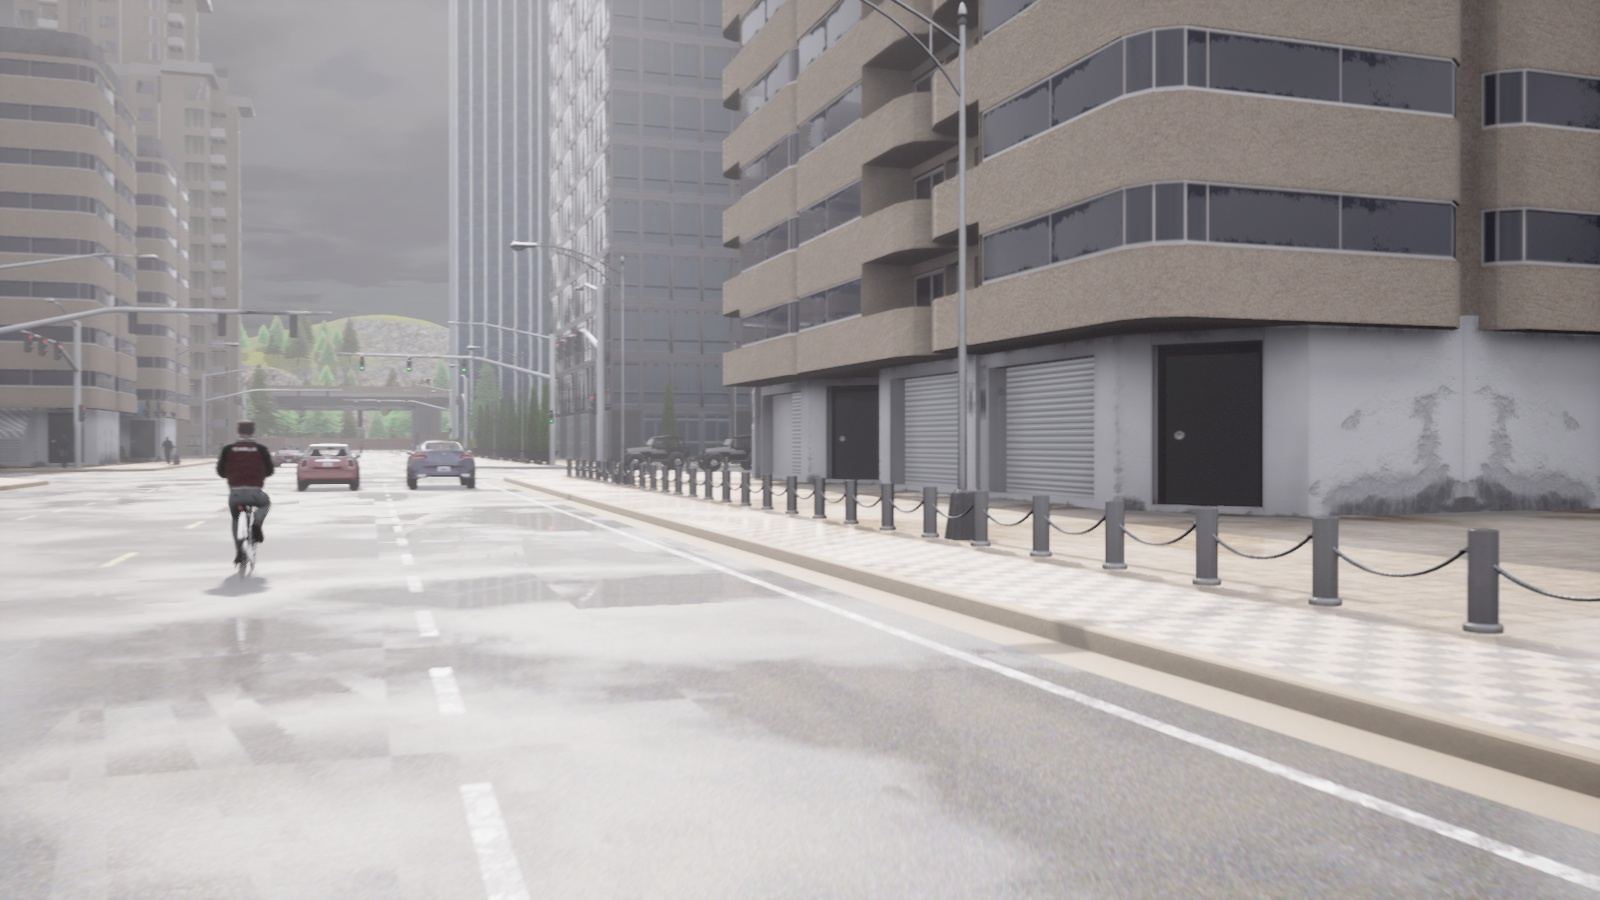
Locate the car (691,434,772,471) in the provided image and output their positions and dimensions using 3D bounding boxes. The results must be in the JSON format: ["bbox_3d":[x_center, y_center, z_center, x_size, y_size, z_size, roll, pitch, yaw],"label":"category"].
[{"bbox_3d":[-3.607,0.120,66.087,3.866,1.878,1.905,0,0,-19],"label":"car"}]

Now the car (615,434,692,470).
[{"bbox_3d":[-7.969,0.103,68.315,3.866,1.878,1.905,0,0,-19],"label":"car"}]

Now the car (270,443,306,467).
[{"bbox_3d":[-31.965,0.297,78.459,1.816,1.474,4.193,0,0,-19],"label":"car"}]

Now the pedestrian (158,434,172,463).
[{"bbox_3d":[-41.301,-0.086,81.694,0.563,1.883,0.849,0,0,-9],"label":"pedestrian"}]

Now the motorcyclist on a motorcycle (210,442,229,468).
[{"bbox_3d":[-33.987,0.291,73.555,0.797,1.523,2.044,0,0,-19],"label":"motorcyclist on a motorcycle"}]

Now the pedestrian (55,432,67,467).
[{"bbox_3d":[-39.038,-0.008,66.324,0.402,1.842,0.726,0,0,-20],"label":"pedestrian"}]

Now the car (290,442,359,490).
[{"bbox_3d":[-15.424,0.472,40.911,1.970,1.475,3.806,0,0,-19],"label":"car"}]

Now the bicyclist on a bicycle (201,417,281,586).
[{"bbox_3d":[-6.280,0.533,14.169,0.659,1.776,1.843,0,1,-19],"label":"bicyclist on a bicycle"}]

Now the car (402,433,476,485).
[{"bbox_3d":[-12.297,0.279,42.581,2.152,1.651,5.027,0,0,-19],"label":"car"}]
